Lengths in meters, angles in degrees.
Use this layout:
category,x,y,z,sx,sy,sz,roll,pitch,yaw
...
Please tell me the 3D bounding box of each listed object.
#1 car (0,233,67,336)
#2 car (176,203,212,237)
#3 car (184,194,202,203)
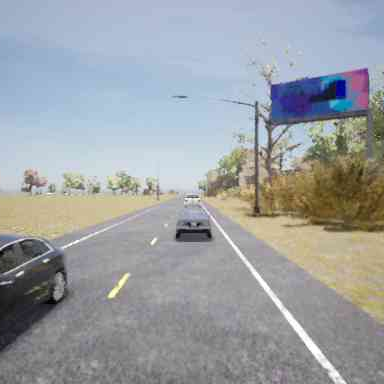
category,x,y,z,sx,sy,sz,roll,pitch,yaw
car,-3.595,1.510,5.326,1.837,1.490,4.892,0,0,0
car,0.089,1.563,18.134,2.033,1.411,5.357,0,0,0
car,0.101,1.258,43.146,2.150,2.045,5.566,0,0,0
